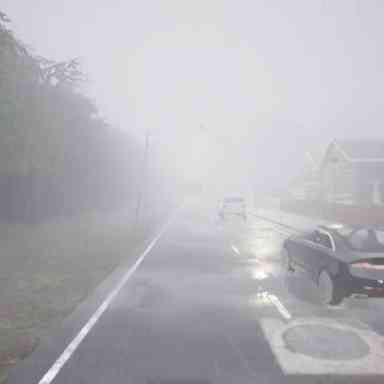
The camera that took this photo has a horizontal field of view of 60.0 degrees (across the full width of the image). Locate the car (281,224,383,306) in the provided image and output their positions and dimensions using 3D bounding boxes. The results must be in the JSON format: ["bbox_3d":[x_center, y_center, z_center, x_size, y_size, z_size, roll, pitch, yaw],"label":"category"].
[{"bbox_3d":[3.599,1.529,8.114,2.128,1.511,4.902,0,0,0],"label":"car"}]

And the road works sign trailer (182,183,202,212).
[{"bbox_3d":[-0.007,0.636,42.347,2.380,3.560,2.880,0,0,0],"label":"road works sign trailer"}]

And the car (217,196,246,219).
[{"bbox_3d":[3.591,1.351,30.581,2.150,2.045,5.566,0,0,0],"label":"car"}]
